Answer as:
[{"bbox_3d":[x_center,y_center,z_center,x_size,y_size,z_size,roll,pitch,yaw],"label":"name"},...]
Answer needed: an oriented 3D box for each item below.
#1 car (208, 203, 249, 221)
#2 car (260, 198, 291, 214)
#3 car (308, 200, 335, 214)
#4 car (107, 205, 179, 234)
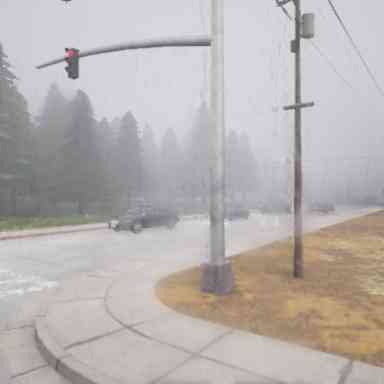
[{"bbox_3d":[3.124,1.625,27.896,1.994,1.385,4.181,0,0,37],"label":"car"},{"bbox_3d":[9.072,1.414,35.949,2.097,1.767,4.553,0,0,35],"label":"car"},{"bbox_3d":[14.370,1.618,36.860,1.994,1.385,4.181,0,0,37],"label":"car"},{"bbox_3d":[-2.798,1.552,19.909,2.128,1.511,4.902,0,0,37],"label":"car"}]
